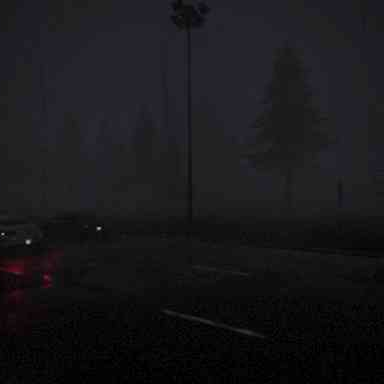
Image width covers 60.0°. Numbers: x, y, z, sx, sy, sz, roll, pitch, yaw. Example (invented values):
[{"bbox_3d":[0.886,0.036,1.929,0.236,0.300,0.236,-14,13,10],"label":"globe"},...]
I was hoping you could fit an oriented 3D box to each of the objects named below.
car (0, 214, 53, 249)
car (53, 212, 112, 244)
[{"bbox_3d":[-8.078,1.662,13.934,4.674,1.442,1.812,0,0,36],"label":"car"},{"bbox_3d":[-5.990,1.700,16.743,4.181,1.385,1.994,-1,0,36],"label":"car"}]
